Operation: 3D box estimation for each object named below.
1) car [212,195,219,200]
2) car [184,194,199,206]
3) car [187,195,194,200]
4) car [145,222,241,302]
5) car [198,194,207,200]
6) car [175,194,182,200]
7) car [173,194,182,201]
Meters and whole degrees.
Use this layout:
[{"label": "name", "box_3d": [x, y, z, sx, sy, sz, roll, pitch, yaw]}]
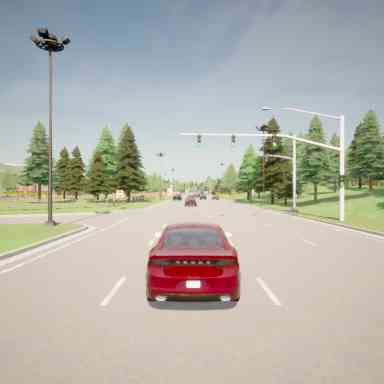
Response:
[{"label": "car", "box_3d": [6.653, 1.525, 94.416, 2.128, 1.511, 4.902, 0, 0, 0]}, {"label": "car", "box_3d": [-0.193, 1.525, 52.944, 1.812, 1.442, 4.674, 0, 0, 0]}, {"label": "car", "box_3d": [-0.345, 1.427, 94.007, 1.895, 1.301, 4.718, 0, 0, 0]}, {"label": "car", "box_3d": [0.033, 1.478, 8.342, 1.882, 1.535, 5.008, 0, 0, 0]}, {"label": "car", "box_3d": [3.153, 1.524, 94.403, 1.812, 1.442, 4.674, 0, 0, 0]}, {"label": "car", "box_3d": [-3.845, 1.310, 93.964, 1.882, 1.535, 5.008, 0, 0, 0]}, {"label": "car", "box_3d": [-3.807, 1.469, 83.544, 1.882, 1.535, 5.008, 0, 0, 0]}]
